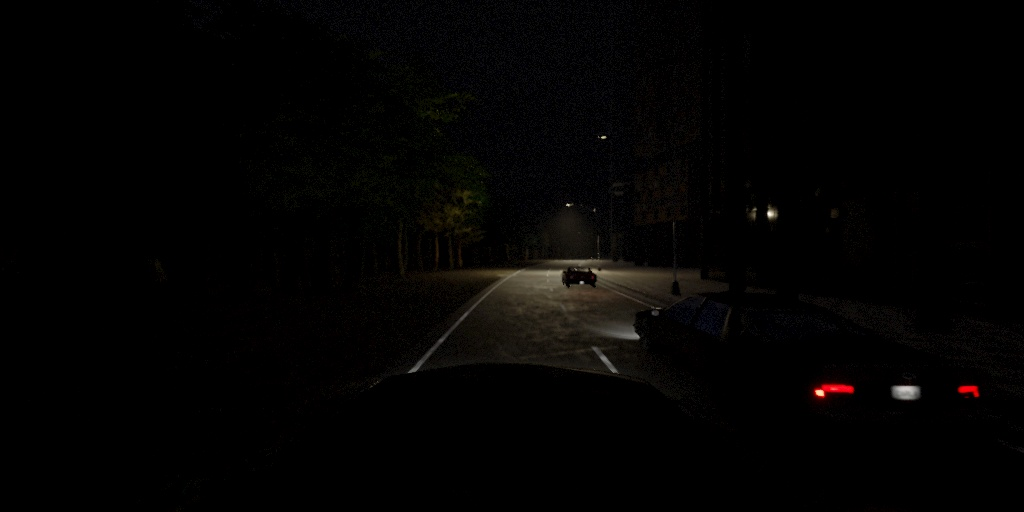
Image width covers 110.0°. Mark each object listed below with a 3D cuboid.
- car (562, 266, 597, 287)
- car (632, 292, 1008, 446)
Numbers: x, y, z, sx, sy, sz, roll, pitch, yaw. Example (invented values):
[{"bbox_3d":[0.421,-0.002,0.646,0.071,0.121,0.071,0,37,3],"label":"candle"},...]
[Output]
[{"bbox_3d":[4.410,1.332,24.109,1.895,1.301,4.718,0,0,4],"label":"car"},{"bbox_3d":[3.648,1.299,5.801,2.033,1.411,5.357,0,0,1],"label":"car"}]
